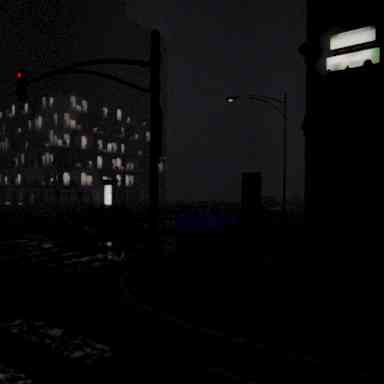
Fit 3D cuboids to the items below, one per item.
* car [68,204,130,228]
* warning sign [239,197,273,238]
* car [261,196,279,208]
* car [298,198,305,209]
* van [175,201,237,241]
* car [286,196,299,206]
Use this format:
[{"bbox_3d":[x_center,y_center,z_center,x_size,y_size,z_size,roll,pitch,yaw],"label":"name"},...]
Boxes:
[{"bbox_3d":[-5.997,1.481,21.881,1.947,1.339,4.313,1,1,35],"label":"car"},{"bbox_3d":[3.115,1.182,16.126,1.300,1.860,1.060,1,1,35],"label":"warning sign"},{"bbox_3d":[10.040,1.308,44.420,1.967,1.590,4.097,1,1,35],"label":"car"},{"bbox_3d":[15.596,1.452,42.343,1.837,1.490,4.892,1,1,36],"label":"car"},{"bbox_3d":[0.834,1.376,17.020,1.690,1.788,3.998,1,1,35],"label":"van"},{"bbox_3d":[16.356,1.378,53.299,1.752,1.417,4.829,1,1,35],"label":"car"}]
